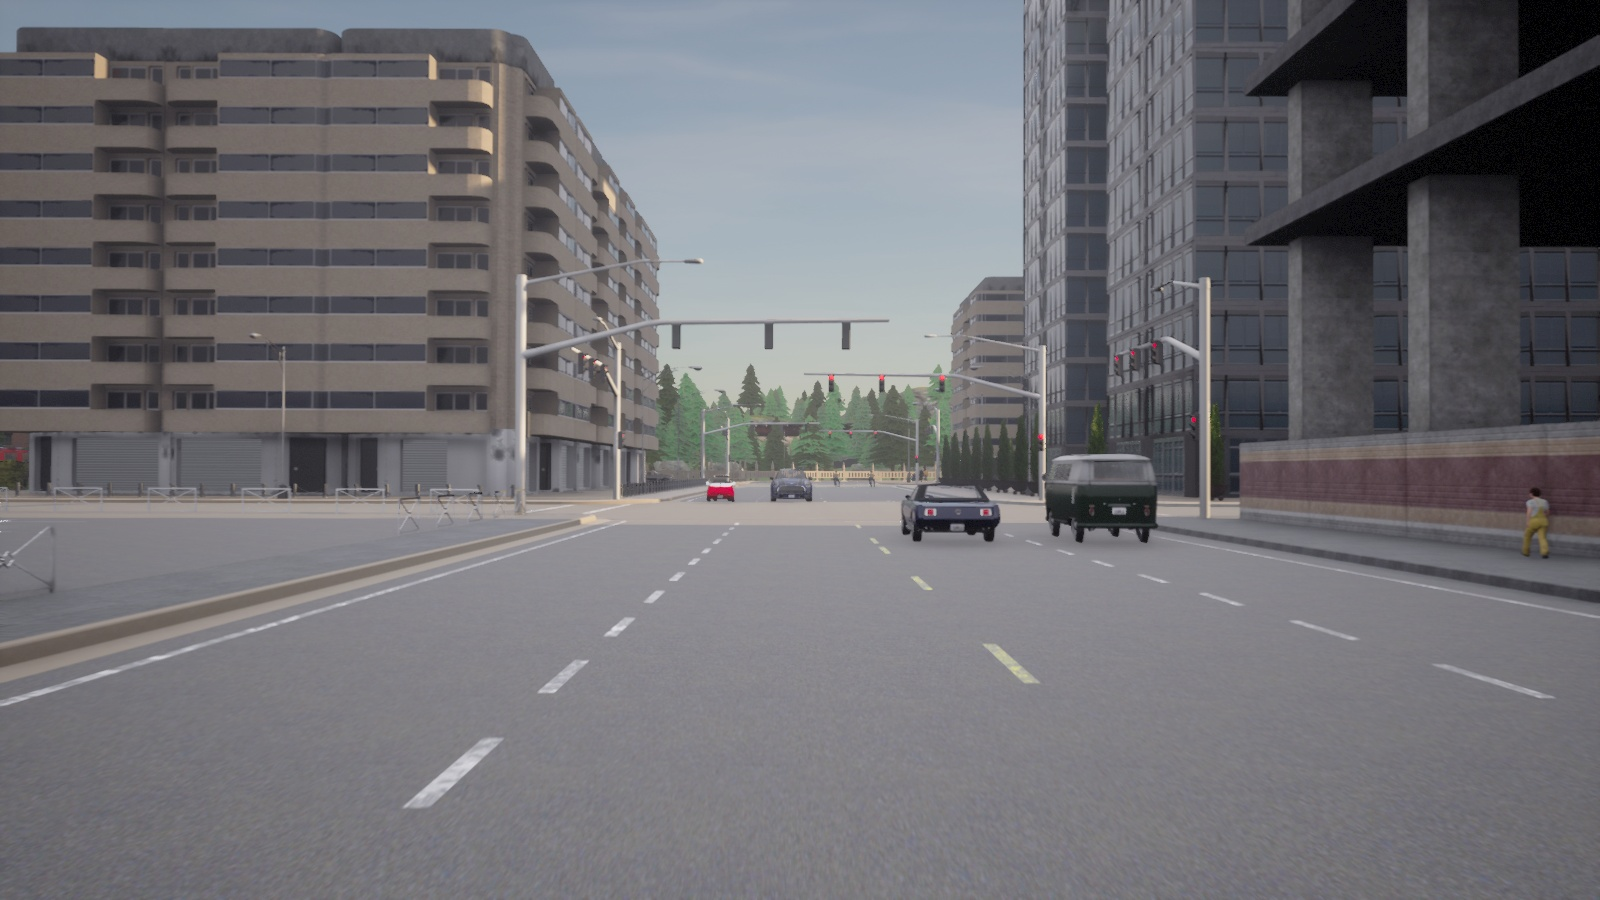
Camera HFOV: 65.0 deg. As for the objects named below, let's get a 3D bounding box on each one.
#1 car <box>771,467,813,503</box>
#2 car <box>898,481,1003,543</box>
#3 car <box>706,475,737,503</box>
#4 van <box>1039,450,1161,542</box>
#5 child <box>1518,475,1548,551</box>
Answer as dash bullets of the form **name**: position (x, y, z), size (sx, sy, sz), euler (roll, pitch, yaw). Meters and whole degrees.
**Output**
- **car**: position (-0.433, 1.754, 64.376), size (2.097, 1.767, 4.553), euler (0, -1, -1)
- **car**: position (3.427, 1.395, 29.478), size (1.895, 1.301, 4.718), euler (0, -1, 0)
- **car**: position (-3.930, 1.944, 63.095), size (1.481, 1.376, 2.207), euler (0, -1, -1)
- **van**: position (6.927, 1.033, 29.445), size (1.775, 1.987, 4.442), euler (0, -1, 0)
- **child**: position (12.437, 1.064, 21.308), size (0.270, 1.263, 0.437), euler (0, -1, 5)
